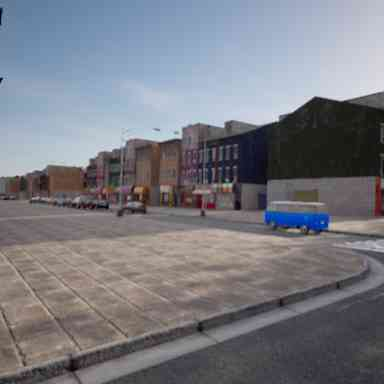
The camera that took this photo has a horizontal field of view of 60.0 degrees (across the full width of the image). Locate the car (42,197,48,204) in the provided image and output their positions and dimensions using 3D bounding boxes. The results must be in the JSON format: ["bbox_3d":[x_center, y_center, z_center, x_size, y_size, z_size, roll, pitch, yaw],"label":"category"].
[{"bbox_3d":[-29.125,1.804,68.899,1.752,1.417,4.829,2,-2,-36],"label":"car"}]

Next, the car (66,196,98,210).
[{"bbox_3d":[-14.860,1.432,44.745,2.097,1.767,4.553,3,-2,-35],"label":"car"}]

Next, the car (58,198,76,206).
[{"bbox_3d":[-22.625,1.776,59.897,1.887,1.381,4.507,2,-2,-36],"label":"car"}]

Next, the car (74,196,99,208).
[{"bbox_3d":[-16.218,1.510,51.036,2.192,1.841,5.009,2,-2,-36],"label":"car"}]

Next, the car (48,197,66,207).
[{"bbox_3d":[-20.689,1.654,52.716,2.033,1.411,5.357,3,-2,-36],"label":"car"}]

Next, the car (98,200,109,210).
[{"bbox_3d":[-13.025,1.746,46.599,1.947,1.339,4.313,3,-2,-36],"label":"car"}]

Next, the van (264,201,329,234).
[{"bbox_3d":[6.181,1.487,20.007,1.690,1.788,3.998,3,-2,-36],"label":"van"}]

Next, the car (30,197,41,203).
[{"bbox_3d":[-38.628,1.944,82.056,1.802,1.307,4.206,2,-2,-36],"label":"car"}]

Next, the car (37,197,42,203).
[{"bbox_3d":[-32.228,1.886,73.192,1.802,1.307,4.206,2,-2,-36],"label":"car"}]

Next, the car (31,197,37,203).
[{"bbox_3d":[-35.424,1.772,77.627,1.967,1.590,4.097,2,-2,-36],"label":"car"}]

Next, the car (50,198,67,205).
[{"bbox_3d":[-25.826,1.820,64.328,1.947,1.339,4.313,2,-2,-36],"label":"car"}]

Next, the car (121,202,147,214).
[{"bbox_3d":[-6.626,1.741,37.733,1.802,1.307,4.206,3,-2,-36],"label":"car"}]
